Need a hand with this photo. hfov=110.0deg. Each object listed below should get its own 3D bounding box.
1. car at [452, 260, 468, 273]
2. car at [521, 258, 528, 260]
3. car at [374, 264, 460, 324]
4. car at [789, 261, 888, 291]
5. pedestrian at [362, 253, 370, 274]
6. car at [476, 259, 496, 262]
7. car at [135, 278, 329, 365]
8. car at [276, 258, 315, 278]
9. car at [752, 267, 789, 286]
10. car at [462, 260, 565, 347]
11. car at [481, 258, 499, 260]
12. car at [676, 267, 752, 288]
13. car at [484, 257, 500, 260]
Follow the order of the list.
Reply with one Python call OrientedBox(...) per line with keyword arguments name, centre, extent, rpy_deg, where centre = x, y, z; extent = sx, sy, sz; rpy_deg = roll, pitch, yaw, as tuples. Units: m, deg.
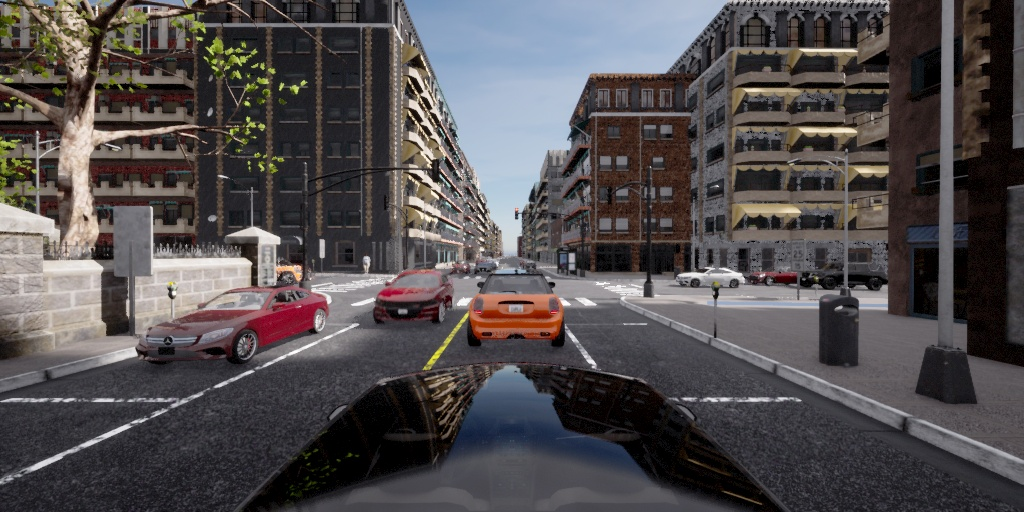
OrientedBox(name="car", centre=(-5.758, 1.187, 40.420), extent=(1.967, 1.591, 4.097), rpy_deg=(0, 0, 0))
OrientedBox(name="car", centre=(2.602, 1.298, 51.706), extent=(2.007, 1.370, 4.403), rpy_deg=(0, 0, 0))
OrientedBox(name="car", centre=(-3.062, 1.227, 12.154), extent=(1.882, 1.535, 5.008), rpy_deg=(1, 0, -3))
OrientedBox(name="car", centre=(24.215, 1.417, 26.380), extent=(5.566, 2.045, 2.150), rpy_deg=(1, 0, -1))
OrientedBox(name="pedestrian", centre=(-12.765, 0.651, 31.400), extent=(0.375, 1.860, 0.375), rpy_deg=(0, -1, -1))
OrientedBox(name="car", centre=(-3.162, 1.312, 41.018), extent=(1.994, 1.385, 4.181), rpy_deg=(0, 0, 0))
OrientedBox(name="car", centre=(-5.700, 1.331, 8.009), extent=(1.802, 1.307, 4.207), rpy_deg=(0, 0, 0))
OrientedBox(name="car", centre=(-15.084, 0.869, 22.703), extent=(4.553, 1.767, 2.097), rpy_deg=(1, 0, -2))
OrientedBox(name="car", centre=(21.332, 1.570, 28.904), extent=(4.097, 1.591, 1.967), rpy_deg=(0, 0, -1))
OrientedBox(name="car", centre=(0.113, 1.101, 9.522), extent=(2.097, 1.767, 4.553), rpy_deg=(0, 0, 1))
OrientedBox(name="car", centre=(-3.174, 1.312, 49.992), extent=(1.994, 1.385, 4.181), rpy_deg=(0, 0, 0))
OrientedBox(name="car", centre=(14.472, 1.549, 26.249), extent=(4.674, 1.442, 1.812), rpy_deg=(1, 0, -2))
OrientedBox(name="car", centre=(-3.179, 1.274, 59.727), extent=(1.812, 1.442, 4.674), rpy_deg=(0, 0, 0))
